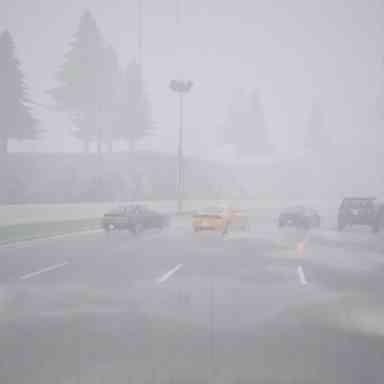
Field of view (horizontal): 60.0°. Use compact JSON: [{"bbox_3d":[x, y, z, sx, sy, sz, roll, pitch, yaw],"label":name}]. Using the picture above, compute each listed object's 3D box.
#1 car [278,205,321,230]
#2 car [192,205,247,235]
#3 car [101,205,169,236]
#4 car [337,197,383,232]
[{"bbox_3d":[6.947,1.574,21.413,1.812,1.442,4.674,0,0,32],"label":"car"},{"bbox_3d":[1.736,1.480,19.290,1.882,1.535,5.008,0,0,26],"label":"car"},{"bbox_3d":[-2.925,1.452,18.176,2.128,1.511,4.902,0,0,23],"label":"car"},{"bbox_3d":[10.839,1.306,21.135,2.150,2.045,5.566,0,0,35],"label":"car"}]
